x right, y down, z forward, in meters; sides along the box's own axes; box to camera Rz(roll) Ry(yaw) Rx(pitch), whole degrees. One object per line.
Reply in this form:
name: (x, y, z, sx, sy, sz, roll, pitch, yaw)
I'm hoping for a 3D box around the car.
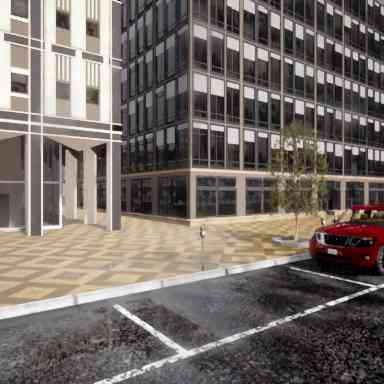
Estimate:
car: (5.874, 1.313, 10.582, 5.009, 1.841, 2.192, 0, 0, -36)
